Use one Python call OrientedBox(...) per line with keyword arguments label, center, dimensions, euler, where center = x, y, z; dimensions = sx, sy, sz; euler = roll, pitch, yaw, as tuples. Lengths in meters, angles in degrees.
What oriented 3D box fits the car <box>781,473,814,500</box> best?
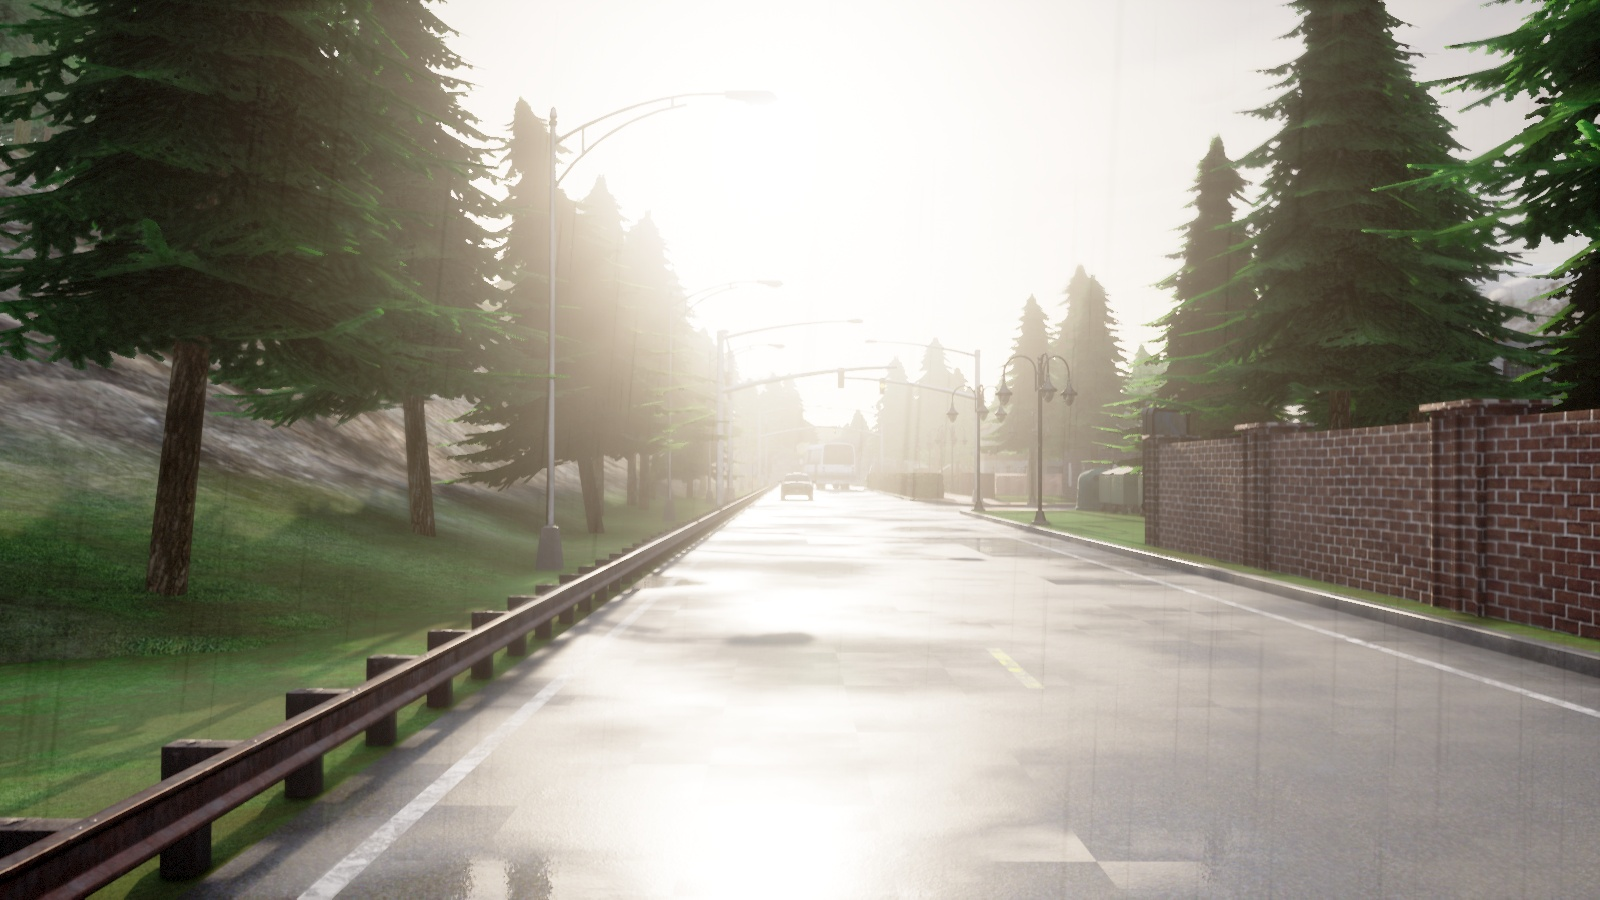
OrientedBox(label="car", center=(-0.162, 2.084, 72.177), dimensions=(1.837, 1.490, 4.892), euler=(0, -1, 0))
